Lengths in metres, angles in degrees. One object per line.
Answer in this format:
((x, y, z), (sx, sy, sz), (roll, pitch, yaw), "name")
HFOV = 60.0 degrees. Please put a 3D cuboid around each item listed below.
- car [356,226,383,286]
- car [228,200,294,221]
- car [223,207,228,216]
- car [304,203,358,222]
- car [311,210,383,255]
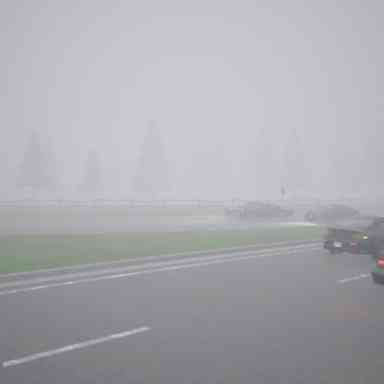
((6.445, 1.549, 7.745), (5.357, 1.411, 2.033), (0, 0, -31), "car")
((5.622, 1.576, 26.566), (4.718, 1.301, 1.895), (0, 0, -19), "car")
((5.071, 1.495, 30.083), (4.674, 1.442, 1.812), (0, 0, -19), "car")
((10.421, 1.551, 24.567), (4.181, 1.385, 1.994), (0, 0, -20), "car")
((6.686, 1.522, 11.893), (4.674, 1.442, 1.812), (0, 0, -30), "car")
